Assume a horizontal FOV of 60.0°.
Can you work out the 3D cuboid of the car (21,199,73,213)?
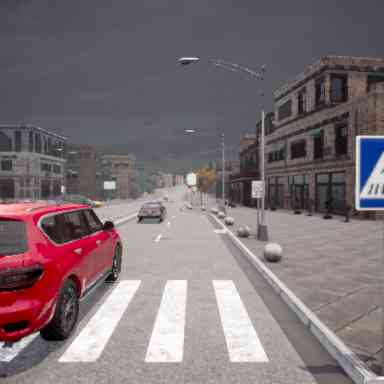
[{"bbox_3d":[-16.373,1.539,37.811,5.008,1.535,2.097,0,-1,-1],"label":"car"}]

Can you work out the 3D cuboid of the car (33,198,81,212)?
[{"bbox_3d":[-16.419,1.566,40.566,5.008,1.535,2.097,0,-1,-1],"label":"car"}]

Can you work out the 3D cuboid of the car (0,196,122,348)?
[{"bbox_3d":[-2.936,1.215,6.593,2.150,2.045,5.566,0,0,0],"label":"car"}]

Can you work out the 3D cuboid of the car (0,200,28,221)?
[{"bbox_3d":[-16.237,1.467,26.788,5.008,1.535,2.097,0,0,-1],"label":"car"}]

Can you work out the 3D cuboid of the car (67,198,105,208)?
[{"bbox_3d":[-16.375,1.708,51.592,5.366,1.575,1.946,0,-1,-1],"label":"car"}]

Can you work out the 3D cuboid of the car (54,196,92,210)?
[{"bbox_3d":[-16.456,1.506,46.079,4.553,1.767,2.185,0,-1,-1],"label":"car"}]

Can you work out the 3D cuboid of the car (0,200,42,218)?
[{"bbox_3d":[-16.238,1.510,29.543,4.792,1.488,2.163,0,0,-1],"label":"car"}]

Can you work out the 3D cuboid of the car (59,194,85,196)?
[{"bbox_3d":[-16.480,1.346,43.325,5.566,2.045,2.435,0,-1,-1],"label":"car"}]

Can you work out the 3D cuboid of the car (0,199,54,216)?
[{"bbox_3d":[-16.311,1.497,32.299,4.892,1.521,2.231,0,0,-1],"label":"car"}]

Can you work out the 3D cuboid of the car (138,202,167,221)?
[{"bbox_3d":[-3.055,1.514,26.273,2.033,1.411,5.357,0,0,0],"label":"car"}]

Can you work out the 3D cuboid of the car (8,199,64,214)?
[{"bbox_3d":[-16.347,1.517,35.055,4.892,1.521,2.231,0,0,-1],"label":"car"}]

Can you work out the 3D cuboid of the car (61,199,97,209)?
[{"bbox_3d":[-16.528,1.710,48.831,4.674,1.452,2.002,0,-1,-1],"label":"car"}]
